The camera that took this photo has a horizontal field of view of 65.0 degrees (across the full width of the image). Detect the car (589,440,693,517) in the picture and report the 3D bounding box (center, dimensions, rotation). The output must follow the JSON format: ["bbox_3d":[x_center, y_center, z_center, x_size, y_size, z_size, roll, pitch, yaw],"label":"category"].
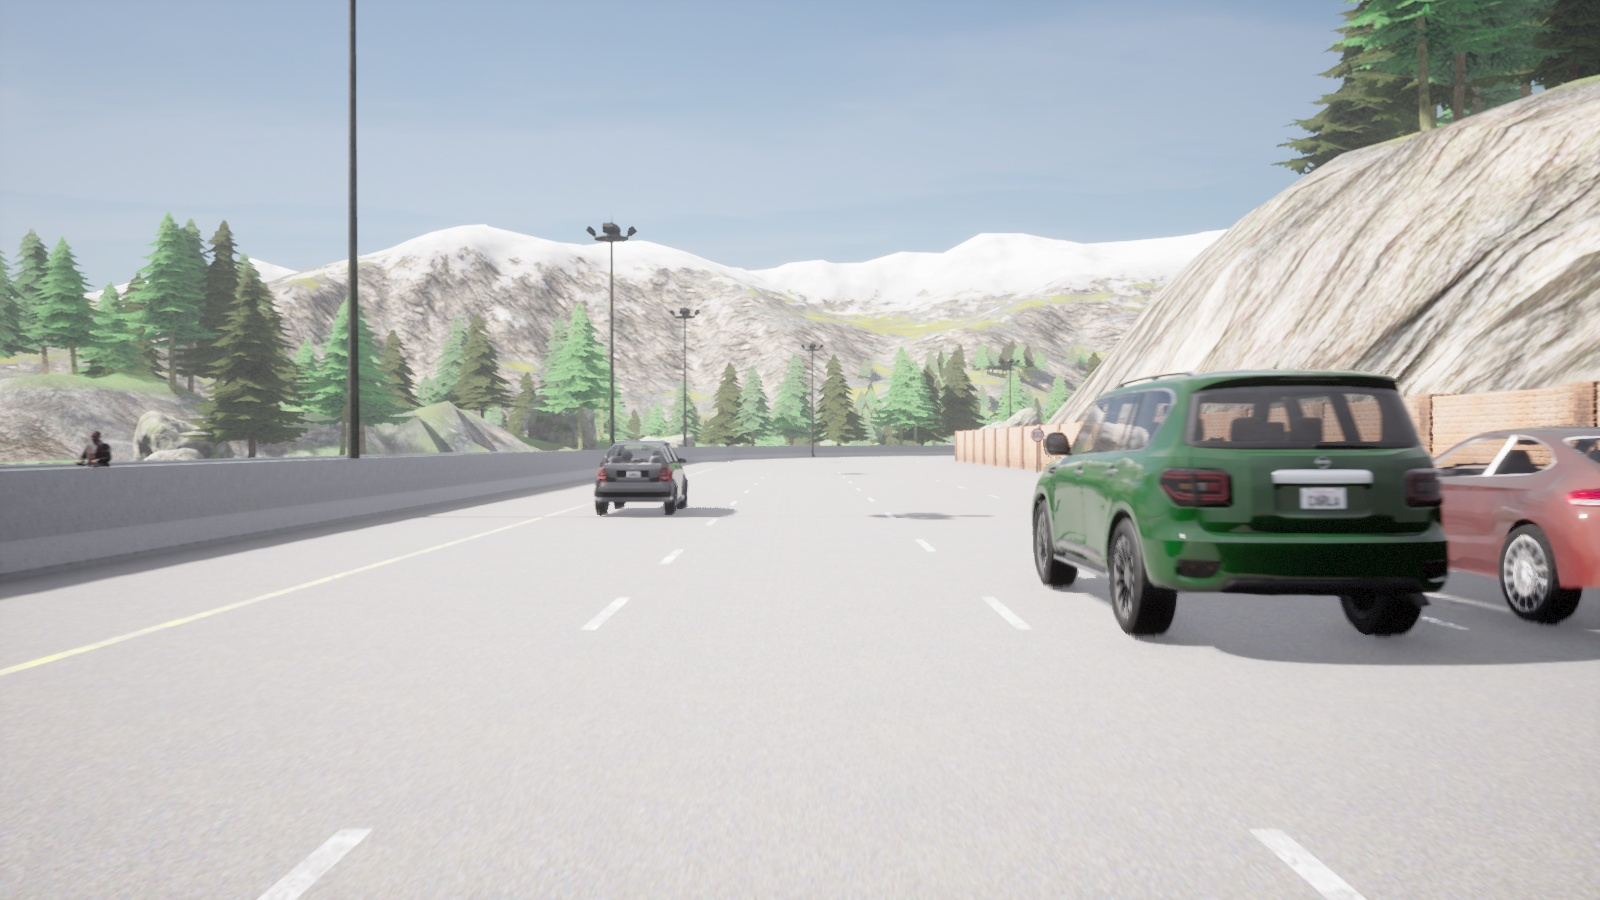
[{"bbox_3d":[-3.407,0.567,27.511,1.789,1.549,3.705,0,1,0],"label":"car"}]

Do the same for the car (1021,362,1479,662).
[{"bbox_3d":[3.554,0.404,11.343,2.150,2.045,5.566,0,0,0],"label":"car"}]

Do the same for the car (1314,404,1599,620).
[{"bbox_3d":[7.056,0.461,12.106,2.152,1.651,5.027,0,0,0],"label":"car"}]
